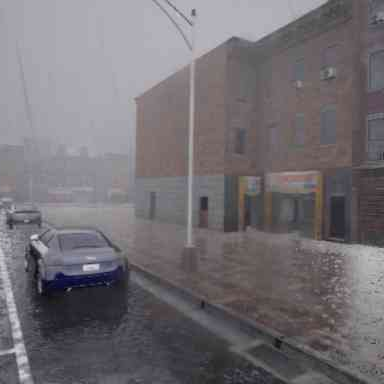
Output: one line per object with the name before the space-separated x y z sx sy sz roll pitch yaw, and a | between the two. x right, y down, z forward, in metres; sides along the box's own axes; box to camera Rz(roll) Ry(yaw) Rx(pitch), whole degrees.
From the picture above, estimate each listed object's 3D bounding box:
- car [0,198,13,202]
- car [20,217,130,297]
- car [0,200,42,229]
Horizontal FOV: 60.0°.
car | -22.217 1.503 39.950 1.837 1.490 4.892 1 -1 -29
car | -3.184 1.581 8.809 1.994 1.385 4.181 1 -1 -31
car | -10.913 1.498 21.490 2.128 1.511 4.902 1 -1 -31
